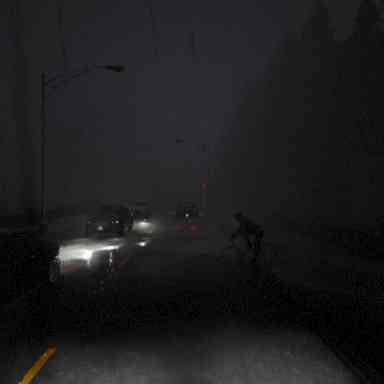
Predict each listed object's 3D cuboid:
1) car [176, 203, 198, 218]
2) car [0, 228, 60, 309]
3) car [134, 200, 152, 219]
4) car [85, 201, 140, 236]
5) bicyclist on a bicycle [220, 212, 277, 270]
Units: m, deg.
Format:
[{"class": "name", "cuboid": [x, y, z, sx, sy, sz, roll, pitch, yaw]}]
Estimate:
[{"class": "car", "cuboid": [-0.468, 1.578, 29.397, 1.895, 1.301, 4.718, 0, 0, -1]}, {"class": "car", "cuboid": [-4.190, 1.520, 6.713, 1.812, 1.442, 4.674, 0, 0, -1]}, {"class": "car", "cuboid": [-4.632, 1.456, 28.882, 1.882, 1.535, 5.008, 0, 0, -1]}, {"class": "car", "cuboid": [-4.442, 1.478, 18.395, 2.128, 1.511, 4.902, 0, 0, -1]}, {"class": "bicyclist on a bicycle", "cuboid": [1.560, 1.380, 9.498, 1.656, 1.620, 0.582, -6, 0, -1]}]
